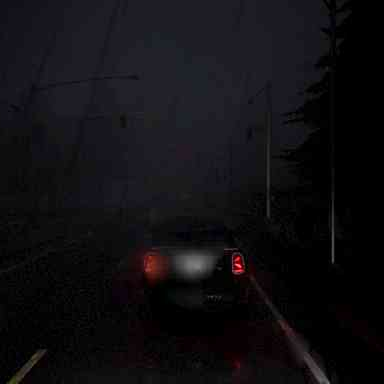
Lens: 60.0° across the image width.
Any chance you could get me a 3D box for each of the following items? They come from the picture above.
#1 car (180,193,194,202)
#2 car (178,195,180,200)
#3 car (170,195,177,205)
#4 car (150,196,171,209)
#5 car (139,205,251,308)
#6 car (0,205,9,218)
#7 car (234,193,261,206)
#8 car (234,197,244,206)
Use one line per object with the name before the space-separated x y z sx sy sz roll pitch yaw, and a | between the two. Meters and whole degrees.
car | -0.835 1.555 73.435 1.895 1.301 4.718 0 0 -7
car | -4.136 1.471 69.837 1.837 1.490 4.892 0 0 -1
car | -4.056 1.496 56.254 1.812 1.442 4.674 0 0 0
car | -3.968 1.535 40.593 1.994 1.385 4.181 0 0 0
car | 0.072 1.352 8.071 2.097 1.767 4.553 0 0 1
car | -17.775 1.510 27.663 4.674 1.442 1.812 0 0 1
car | 8.508 1.146 51.295 3.866 1.878 1.905 0 0 -1
car | 8.919 1.144 48.784 4.605 1.855 1.932 0 0 -1
